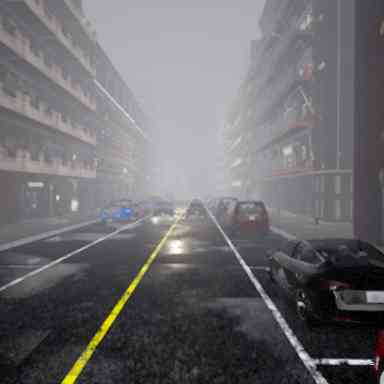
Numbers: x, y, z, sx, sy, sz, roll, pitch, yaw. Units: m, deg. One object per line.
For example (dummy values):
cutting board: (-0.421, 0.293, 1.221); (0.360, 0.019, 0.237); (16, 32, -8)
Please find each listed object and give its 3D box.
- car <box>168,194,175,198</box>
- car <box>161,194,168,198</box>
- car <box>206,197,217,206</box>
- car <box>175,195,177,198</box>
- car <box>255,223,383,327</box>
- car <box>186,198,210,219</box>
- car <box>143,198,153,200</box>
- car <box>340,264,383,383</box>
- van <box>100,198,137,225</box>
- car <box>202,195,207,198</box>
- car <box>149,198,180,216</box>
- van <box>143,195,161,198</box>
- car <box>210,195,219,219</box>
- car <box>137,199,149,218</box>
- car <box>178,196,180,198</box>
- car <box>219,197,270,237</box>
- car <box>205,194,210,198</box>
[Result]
car: (-4.896, 1.601, 63.732); (2.008, 1.369, 4.403); (-1, 0, 1)
car: (-5.127, 1.346, 46.741); (2.192, 1.841, 5.009); (-1, 0, 1)
car: (3.412, 1.586, 58.099); (1.752, 1.417, 4.829); (-1, 0, 1)
car: (-4.825, 1.372, 69.396); (2.192, 1.841, 5.009); (-1, 0, 1)
car: (2.755, 1.576, 6.959); (1.947, 1.339, 4.313); (-1, 0, 1)
car: (0.428, 1.551, 29.773); (1.812, 1.442, 4.674); (0, 0, 1)
car: (-5.230, 1.601, 35.413); (1.802, 1.307, 4.206); (-1, 0, 1)
car: (2.686, 1.551, 1.638); (1.887, 1.381, 4.507); (-1, 0, 1)
van: (-5.375, 1.350, 24.087); (1.690, 1.788, 3.998); (-1, 0, 1)
car: (0.587, 1.516, 43.261); (1.882, 1.535, 5.008); (0, 0, 1)
car: (-2.599, 1.569, 32.529); (2.033, 1.411, 5.357); (0, 0, 1)
van: (-5.171, 1.366, 41.078); (1.690, 1.788, 3.998); (-1, 0, 1)
car: (3.044, 1.345, 29.613); (2.192, 1.841, 5.009); (-1, 0, 1)
car: (-5.300, 1.596, 29.750); (1.802, 1.307, 4.206); (-1, 0, 1)
car: (-4.677, 1.638, 80.722); (1.947, 1.339, 4.313); (-1, 0, 1)
car: (2.898, 1.335, 18.285); (2.192, 1.841, 5.009); (-1, 0, 1)
car: (3.336, 1.494, 52.266); (1.967, 1.590, 4.097); (-1, 0, 1)
